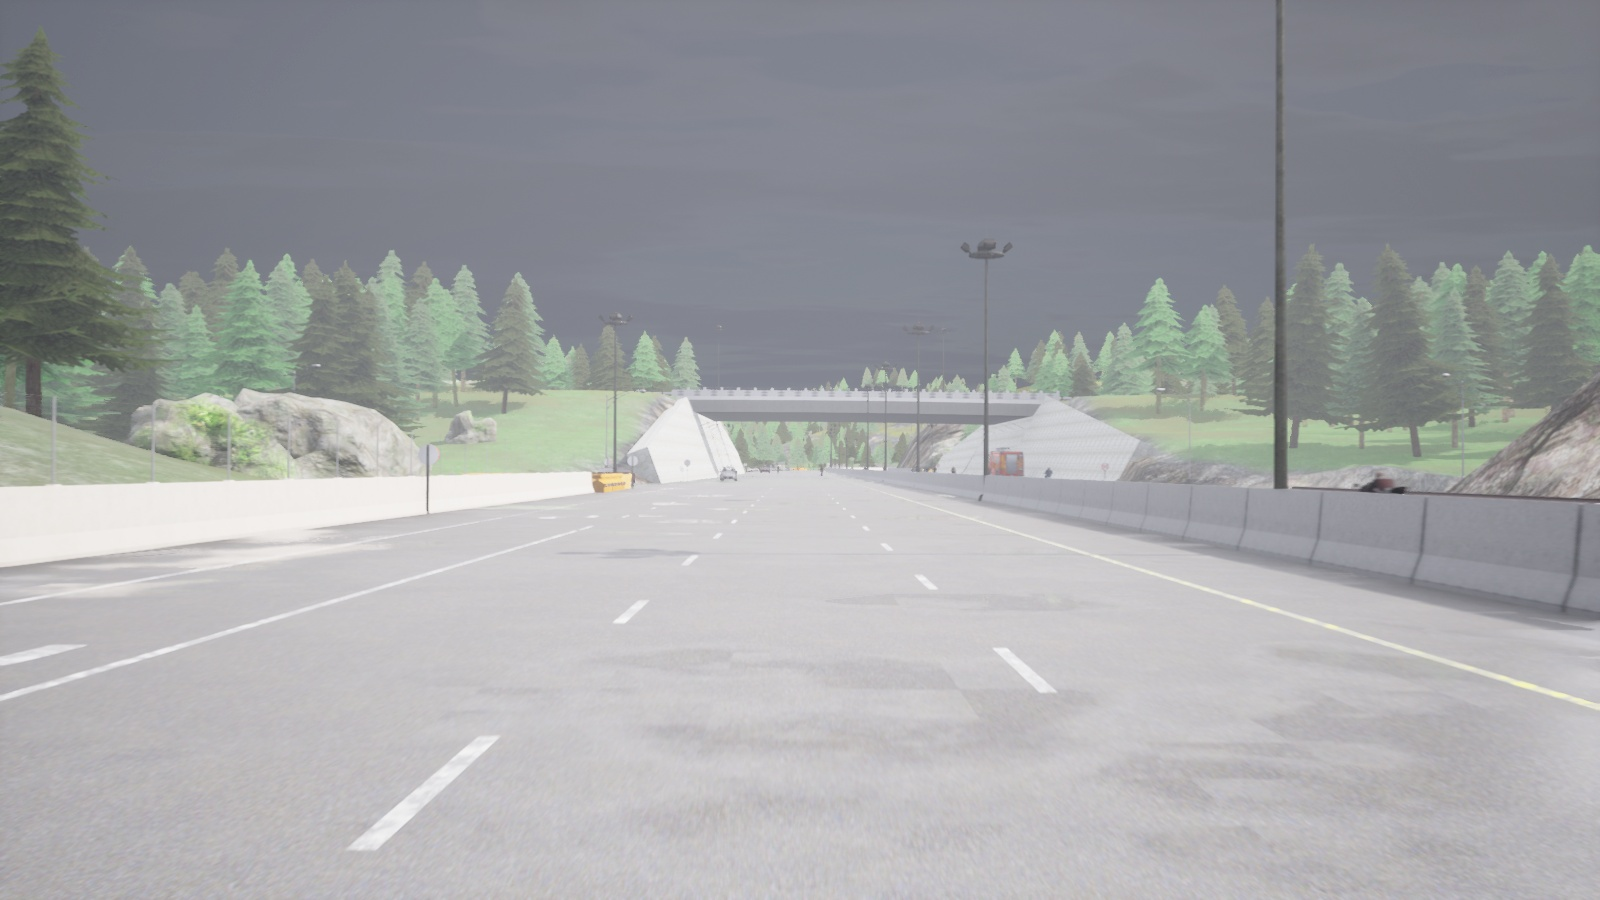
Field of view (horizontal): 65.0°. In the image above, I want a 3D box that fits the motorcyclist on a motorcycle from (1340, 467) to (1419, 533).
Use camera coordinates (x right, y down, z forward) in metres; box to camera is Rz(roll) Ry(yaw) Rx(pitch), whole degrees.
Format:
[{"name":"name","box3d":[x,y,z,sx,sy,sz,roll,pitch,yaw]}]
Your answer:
[{"name":"motorcyclist on a motorcycle","box3d":[13.929,1.182,30.241,0.866,1.530,2.191,0,-1,0]}]
